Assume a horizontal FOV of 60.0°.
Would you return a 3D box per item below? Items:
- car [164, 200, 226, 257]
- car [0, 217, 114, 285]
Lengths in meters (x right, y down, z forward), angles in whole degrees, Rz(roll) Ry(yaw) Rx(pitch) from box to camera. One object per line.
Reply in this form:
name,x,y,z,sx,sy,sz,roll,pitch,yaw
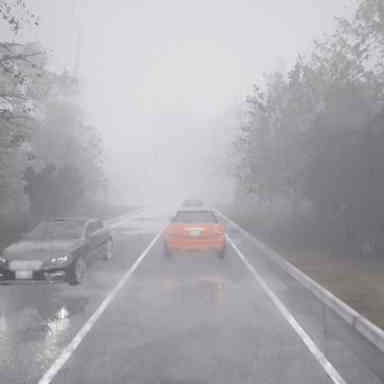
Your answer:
car,0.101,1.365,13.062,2.097,1.767,4.553,0,0,0
car,-3.598,1.501,9.574,2.128,1.511,4.902,0,0,0
